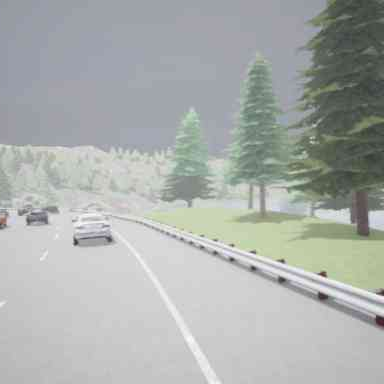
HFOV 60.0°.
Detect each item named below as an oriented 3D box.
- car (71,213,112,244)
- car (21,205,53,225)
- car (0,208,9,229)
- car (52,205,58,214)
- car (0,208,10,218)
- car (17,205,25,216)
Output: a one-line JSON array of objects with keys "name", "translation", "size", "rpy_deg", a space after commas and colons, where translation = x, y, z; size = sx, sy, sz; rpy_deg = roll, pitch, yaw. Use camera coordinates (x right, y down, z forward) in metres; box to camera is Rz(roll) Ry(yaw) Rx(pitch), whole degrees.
[{"name": "car", "translation": [-5.449, 1.868, 17.957], "size": [1.812, 1.442, 4.674], "rpy_deg": [-2, 0, -20]}, {"name": "car", "translation": [-15.032, 2.342, 32.304], "size": [2.128, 1.511, 4.902], "rpy_deg": [-2, 0, -25]}, {"name": "car", "translation": [-17.413, 2.291, 28.939], "size": [2.097, 1.767, 4.553], "rpy_deg": [-3, 0, -24]}, {"name": "car", "translation": [-23.325, 2.848, 54.647], "size": [1.837, 1.490, 4.892], "rpy_deg": [-1, -1, -34]}, {"name": "car", "translation": [-28.834, 3.132, 50.145], "size": [1.994, 1.385, 4.181], "rpy_deg": [-2, 0, -33]}, {"name": "car", "translation": [-26.223, 2.815, 52.545], "size": [2.097, 1.767, 4.553], "rpy_deg": [-3, 0, -33]}]
